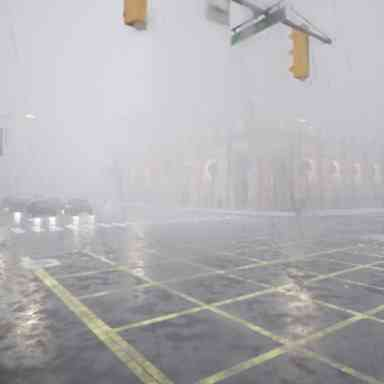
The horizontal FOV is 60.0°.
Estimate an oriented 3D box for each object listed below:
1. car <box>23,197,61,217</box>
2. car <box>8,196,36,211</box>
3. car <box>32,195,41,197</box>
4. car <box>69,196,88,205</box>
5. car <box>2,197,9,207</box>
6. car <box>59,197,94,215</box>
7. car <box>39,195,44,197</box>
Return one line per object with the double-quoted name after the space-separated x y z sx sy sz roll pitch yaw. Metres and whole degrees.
-13.907 1.479 30.672 1.994 1.385 4.181 0 0 -36 "car"
-19.855 1.490 38.961 1.895 1.301 4.718 0 0 -35 "car"
-22.728 1.214 49.125 2.097 1.767 4.553 0 0 -35 "car"
-19.481 1.446 56.958 1.895 1.301 4.718 0 0 -35 "car"
-25.868 1.411 47.501 2.033 1.411 5.357 0 0 -35 "car"
-11.348 1.416 33.107 1.837 1.490 4.892 0 0 -36 "car"
-17.039 1.434 41.048 2.033 1.411 5.357 0 0 -35 "car"
